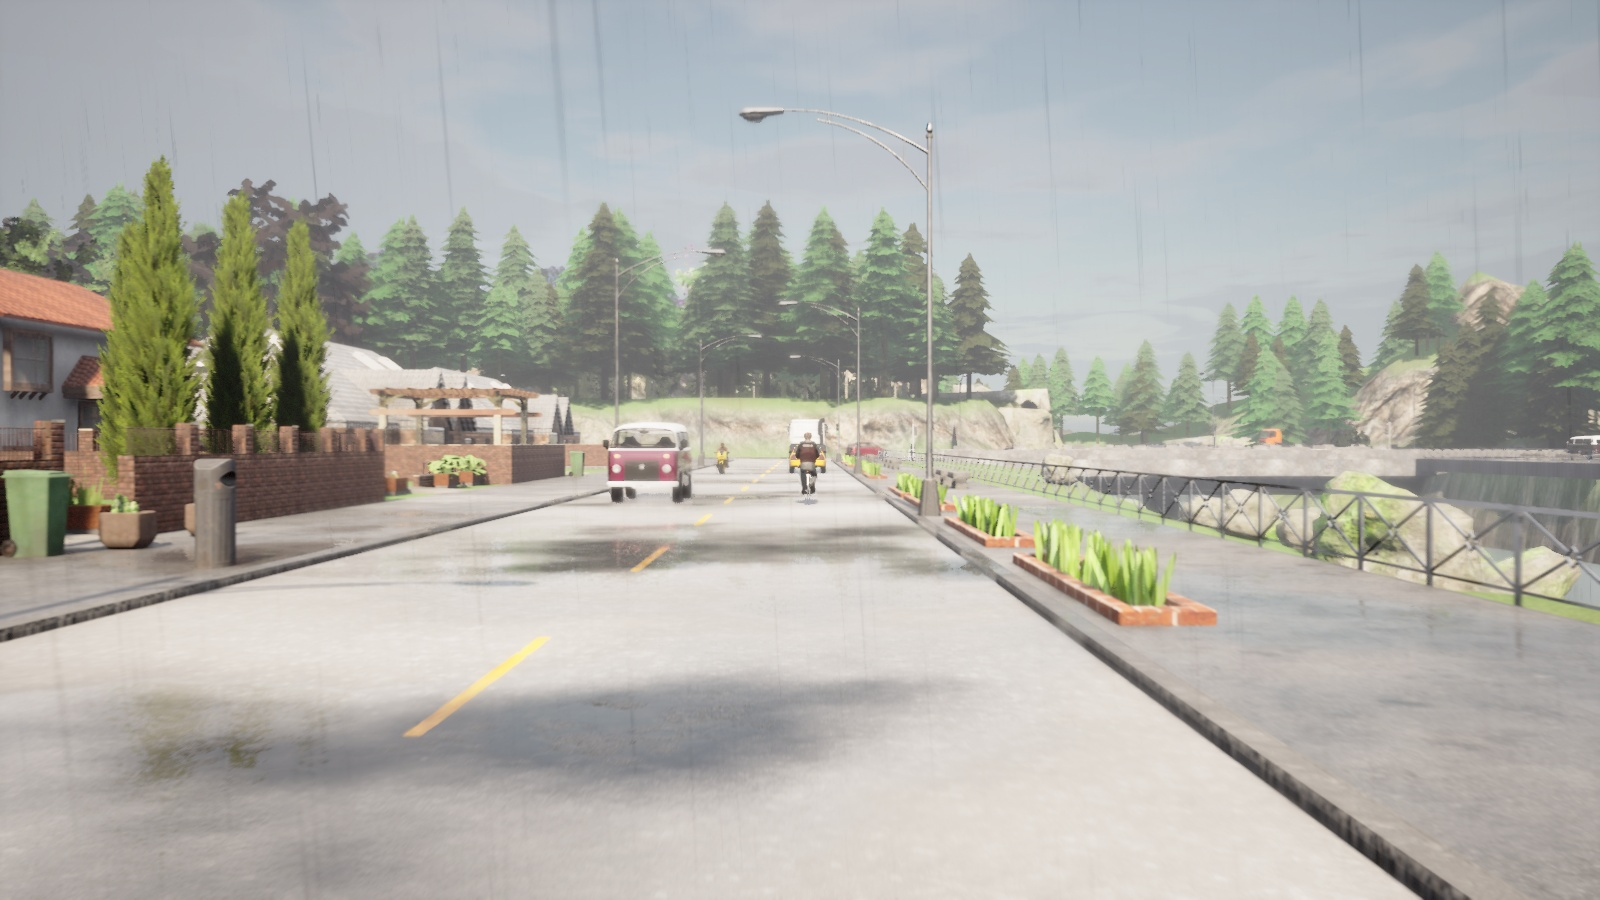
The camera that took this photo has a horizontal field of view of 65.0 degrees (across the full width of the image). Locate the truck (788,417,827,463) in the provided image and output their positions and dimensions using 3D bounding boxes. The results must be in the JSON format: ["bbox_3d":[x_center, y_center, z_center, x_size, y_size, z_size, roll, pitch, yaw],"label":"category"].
[{"bbox_3d":[0.579,-0.786,97.754,2.891,3.462,7.936,0,0,0],"label":"truck"}]

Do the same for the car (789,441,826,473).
[{"bbox_3d":[0.382,0.327,63.571,1.801,1.575,5.366,0,0,0],"label":"car"}]

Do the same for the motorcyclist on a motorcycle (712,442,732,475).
[{"bbox_3d":[-3.647,0.394,58.778,0.797,1.523,2.044,0,0,0],"label":"motorcyclist on a motorcycle"}]

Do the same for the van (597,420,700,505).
[{"bbox_3d":[-3.799,0.285,32.208,2.069,2.038,4.480,0,0,0],"label":"van"}]
